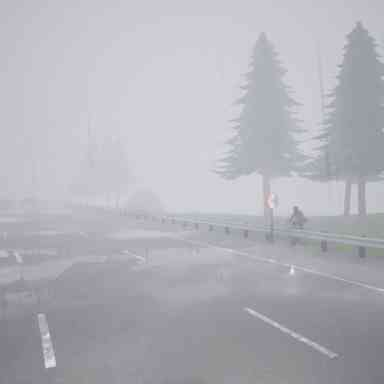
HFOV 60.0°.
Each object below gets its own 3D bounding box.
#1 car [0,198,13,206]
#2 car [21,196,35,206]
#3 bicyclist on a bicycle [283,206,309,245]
[{"bbox_3d":[-29.644,1.601,52.749,1.895,1.301,4.718,0,0,-32],"label":"car"},{"bbox_3d":[-28.081,1.505,56.868,1.837,1.490,4.892,0,0,-32],"label":"car"},{"bbox_3d":[4.417,1.431,13.956,1.656,1.620,0.582,6,-3,-31],"label":"bicyclist on a bicycle"}]
